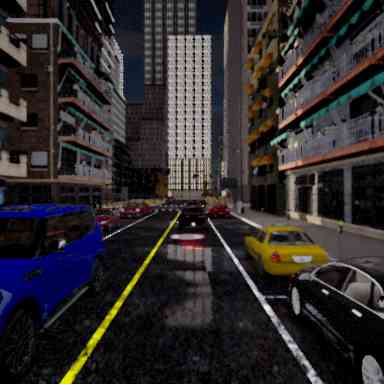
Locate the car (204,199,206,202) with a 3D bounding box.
[{"bbox_3d":[2.662,1.871,43.528,1.752,1.417,4.829,-1,0,0],"label":"car"}]

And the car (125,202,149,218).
[{"bbox_3d":[-5.715,1.696,32.322,1.967,1.590,4.097,-1,0,0],"label":"car"}]

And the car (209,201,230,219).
[{"bbox_3d":[2.667,1.801,32.311,1.887,1.381,4.507,-1,0,0],"label":"car"}]

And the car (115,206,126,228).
[{"bbox_3d":[-5.708,1.750,21.275,1.802,1.307,4.206,-1,0,0],"label":"car"}]

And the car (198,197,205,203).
[{"bbox_3d":[2.639,2.268,92.612,1.752,1.417,4.829,-1,0,0],"label":"car"}]

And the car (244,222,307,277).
[{"bbox_3d":[2.677,1.608,10.388,1.752,1.417,4.829,-1,0,0],"label":"car"}]

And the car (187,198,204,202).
[{"bbox_3d":[0.078,1.793,39.805,1.882,1.535,5.008,0,0,0],"label":"car"}]

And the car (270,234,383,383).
[{"bbox_3d":[2.680,1.589,4.695,2.008,1.369,4.403,-1,0,0],"label":"car"}]

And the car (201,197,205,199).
[{"bbox_3d":[2.641,2.136,86.883,1.967,1.590,4.097,-1,0,0],"label":"car"}]

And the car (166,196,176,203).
[{"bbox_3d":[-5.738,2.241,86.880,1.887,1.381,4.507,-1,0,0],"label":"car"}]

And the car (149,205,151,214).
[{"bbox_3d":[-5.716,1.844,37.845,1.887,1.381,4.507,-1,0,0],"label":"car"}]

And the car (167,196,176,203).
[{"bbox_3d":[-5.743,2.056,92.442,2.192,1.841,5.009,-1,0,0],"label":"car"}]

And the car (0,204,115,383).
[{"bbox_3d":[-3.104,1.267,5.755,2.150,2.045,5.566,0,0,0],"label":"car"}]

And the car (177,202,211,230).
[{"bbox_3d":[0.087,1.682,22.309,1.837,1.490,4.892,0,0,0],"label":"car"}]
